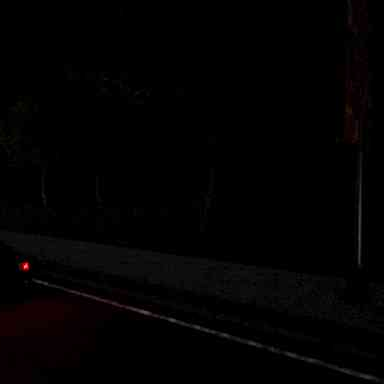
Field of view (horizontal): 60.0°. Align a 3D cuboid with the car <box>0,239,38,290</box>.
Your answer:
[{"bbox_3d":[-5.702,1.585,7.752,4.718,1.301,1.895,0,0,36],"label":"car"}]
